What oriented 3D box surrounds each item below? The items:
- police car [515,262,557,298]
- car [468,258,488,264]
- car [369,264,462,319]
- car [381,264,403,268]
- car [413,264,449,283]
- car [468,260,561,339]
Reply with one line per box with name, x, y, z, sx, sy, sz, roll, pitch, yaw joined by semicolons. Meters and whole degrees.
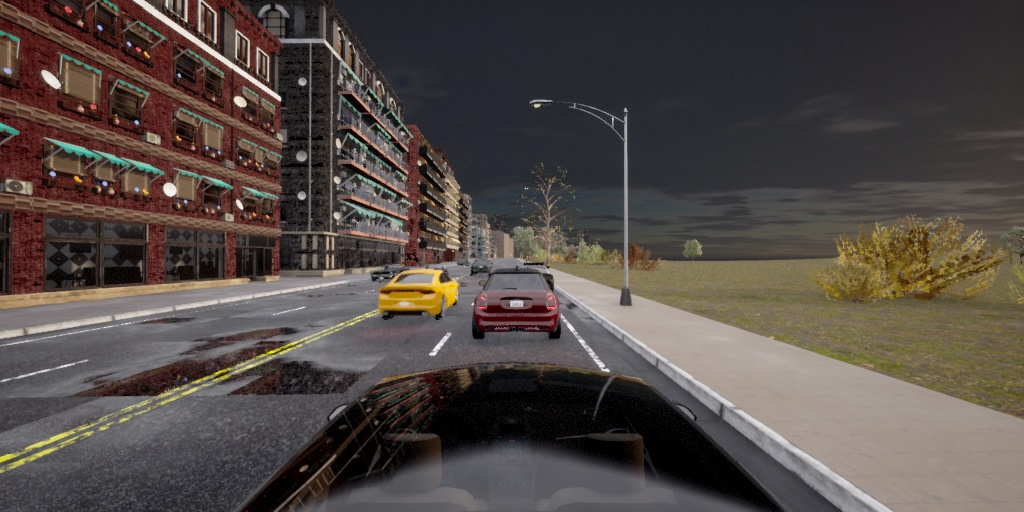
police car;1.170;1.178;19.735;1.930;1.638;5.238;0;0;0
car;-3.083;1.105;37.724;2.097;1.767;4.553;0;0;0
car;-3.130;1.230;12.906;1.882;1.535;5.008;0;0;0
car;-9.800;1.355;29.073;1.895;1.301;4.718;0;0;0
car;-6.549;1.355;29.483;1.895;1.301;4.718;0;0;0
car;0.112;1.104;10.240;2.097;1.767;4.553;0;0;0
